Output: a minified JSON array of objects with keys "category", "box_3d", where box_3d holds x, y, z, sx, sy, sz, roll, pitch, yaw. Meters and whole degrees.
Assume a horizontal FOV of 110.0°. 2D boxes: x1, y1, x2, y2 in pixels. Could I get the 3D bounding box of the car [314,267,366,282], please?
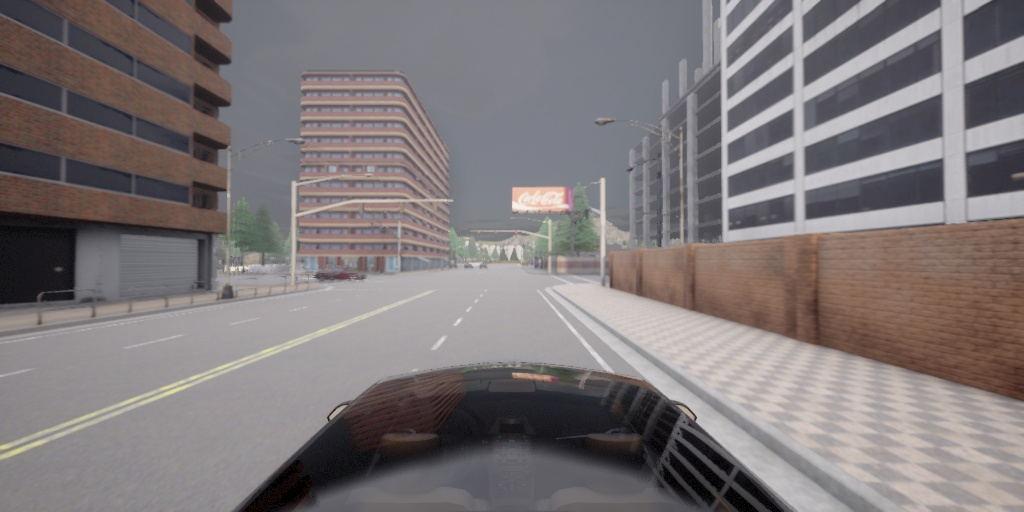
[{"category":"car","box_3d":[-16.464,1.765,34.510,4.674,1.442,1.812,0,-1,0]}]
